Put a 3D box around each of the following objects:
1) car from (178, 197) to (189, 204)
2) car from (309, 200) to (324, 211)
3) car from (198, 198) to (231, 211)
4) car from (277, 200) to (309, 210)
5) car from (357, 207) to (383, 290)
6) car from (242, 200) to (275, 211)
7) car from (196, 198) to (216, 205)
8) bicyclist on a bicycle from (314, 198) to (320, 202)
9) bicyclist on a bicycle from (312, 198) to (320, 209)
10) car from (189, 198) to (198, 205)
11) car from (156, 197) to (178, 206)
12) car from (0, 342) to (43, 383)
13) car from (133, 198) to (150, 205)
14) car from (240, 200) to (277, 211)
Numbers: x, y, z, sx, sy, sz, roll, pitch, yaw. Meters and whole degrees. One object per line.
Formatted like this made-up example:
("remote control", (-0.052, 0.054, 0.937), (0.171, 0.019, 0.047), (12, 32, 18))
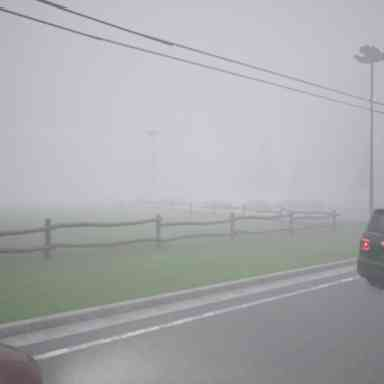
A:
("car", (-3.243, 1.771, 68.686), (2.097, 1.767, 4.553), (1, 0, -34))
("car", (17.598, 2.012, 50.675), (1.837, 1.490, 4.892), (1, 0, -34))
("car", (3.407, 1.817, 46.616), (1.882, 1.535, 5.008), (1, 0, -34))
("car", (14.236, 1.957, 49.392), (2.128, 1.511, 4.902), (1, 0, -34))
("car", (6.337, 1.338, 8.166), (5.566, 2.045, 2.150), (1, 0, -34))
("car", (9.811, 1.926, 49.655), (1.837, 1.490, 4.892), (1, -1, -34))
("car", (2.975, 2.026, 71.823), (1.812, 1.442, 4.674), (1, 0, -34))
("bicyclist on a bicycle", (20.306, 1.857, 53.671), (1.656, 1.620, 0.582), (1, 0, -44))
("bicyclist on a bicycle", (20.165, 1.859, 54.218), (0.582, 1.620, 1.656), (0, 0, 43))
("car", (-0.522, 1.985, 70.831), (1.812, 1.442, 4.674), (1, 0, -34))
("car", (-5.400, 1.729, 65.644), (2.097, 1.767, 4.553), (1, 0, -34))
("car", (-3.192, 1.502, 1.522), (4.674, 1.442, 1.812), (1, 0, -35))
("car", (-10.182, 1.882, 66.425), (2.033, 1.411, 5.357), (1, 0, -34))
("car", (8.560, 1.873, 45.291), (2.128, 1.511, 4.902), (1, 0, -34))
